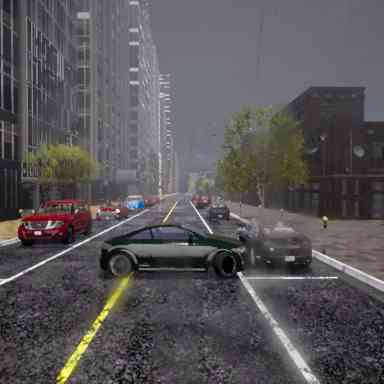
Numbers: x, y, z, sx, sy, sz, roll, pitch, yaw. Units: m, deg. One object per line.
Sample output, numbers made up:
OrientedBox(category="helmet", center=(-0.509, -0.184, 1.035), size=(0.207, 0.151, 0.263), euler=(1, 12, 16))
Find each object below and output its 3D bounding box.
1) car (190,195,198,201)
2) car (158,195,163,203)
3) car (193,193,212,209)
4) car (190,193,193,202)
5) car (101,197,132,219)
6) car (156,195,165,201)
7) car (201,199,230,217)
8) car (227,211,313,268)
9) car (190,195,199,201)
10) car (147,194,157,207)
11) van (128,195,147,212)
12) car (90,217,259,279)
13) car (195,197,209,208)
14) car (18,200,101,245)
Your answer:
OrientedBox(category="car", center=(0.487, 1.551, 88.547), size=(1.802, 1.307, 4.206), euler=(-1, 0, -1))
OrientedBox(category="car", center=(-7.335, 1.522, 66.217), size=(1.887, 1.381, 4.507), euler=(-1, 0, -1))
OrientedBox(category="car", center=(1.596, 1.301, 44.285), size=(2.192, 1.841, 5.009), euler=(-1, 0, -1))
OrientedBox(category="car", center=(0.900, 1.291, 71.949), size=(2.192, 1.841, 5.009), euler=(-1, 0, -1))
OrientedBox(category="car", center=(-6.356, 1.432, 26.757), size=(1.967, 1.590, 4.097), euler=(-1, 0, -1))
OrientedBox(category="car", center=(-7.748, 1.497, 82.646), size=(1.752, 1.417, 4.829), euler=(-1, 0, -1))
OrientedBox(category="car", center=(2.047, 1.543, 26.952), size=(2.008, 1.369, 4.403), euler=(-1, 0, -1))
OrientedBox(category="car", center=(2.564, 1.548, 11.092), size=(2.008, 1.369, 4.403), euler=(-1, 0, -1))
OrientedBox(category="car", center=(0.626, 1.537, 83.014), size=(1.947, 1.339, 4.313), euler=(-1, 0, -1))
OrientedBox(category="car", center=(-6.920, 1.299, 49.617), size=(2.192, 1.841, 5.009), euler=(-1, 0, -1))
OrientedBox(category="van", center=(-6.642, 1.329, 38.551), size=(1.690, 1.788, 3.998), euler=(-1, 0, -1))
OrientedBox(category="car", center=(-0.455, 1.556, 9.489), size=(4.181, 1.385, 1.994), euler=(0, 0, -1))
OrientedBox(category="car", center=(1.456, 1.509, 49.988), size=(1.752, 1.417, 4.829), euler=(-1, 0, -1))
OrientedBox(category="car", center=(-6.170, 1.310, 15.689), size=(2.192, 1.841, 5.009), euler=(-1, 0, -1))
